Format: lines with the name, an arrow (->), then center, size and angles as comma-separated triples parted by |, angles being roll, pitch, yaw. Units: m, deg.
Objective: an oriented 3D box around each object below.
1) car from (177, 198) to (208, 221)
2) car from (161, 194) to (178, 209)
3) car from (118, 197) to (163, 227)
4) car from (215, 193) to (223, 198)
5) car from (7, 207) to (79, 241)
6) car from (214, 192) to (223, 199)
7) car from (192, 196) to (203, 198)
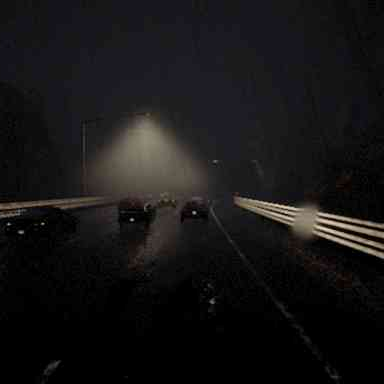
car -> 0.190, 1.383, 24.985 | 1.994, 1.385, 4.181 | 0, 0, 1
car -> -2.878, 1.078, 40.222 | 2.097, 1.767, 4.553 | 0, 0, 2
car -> -3.367, 1.343, 21.218 | 2.128, 1.511, 4.902 | 0, 0, 1
car -> 6.994, 0.845, 84.903 | 1.994, 1.385, 4.181 | 0, 0, 5
car -> -6.923, 1.422, 15.835 | 1.812, 1.442, 4.674 | 0, 0, 0
car -> 6.083, 0.808, 76.552 | 1.837, 1.490, 4.892 | 0, 0, 7
car -> 0.691, 1.255, 42.072 | 2.033, 1.411, 5.357 | 0, 0, 2
